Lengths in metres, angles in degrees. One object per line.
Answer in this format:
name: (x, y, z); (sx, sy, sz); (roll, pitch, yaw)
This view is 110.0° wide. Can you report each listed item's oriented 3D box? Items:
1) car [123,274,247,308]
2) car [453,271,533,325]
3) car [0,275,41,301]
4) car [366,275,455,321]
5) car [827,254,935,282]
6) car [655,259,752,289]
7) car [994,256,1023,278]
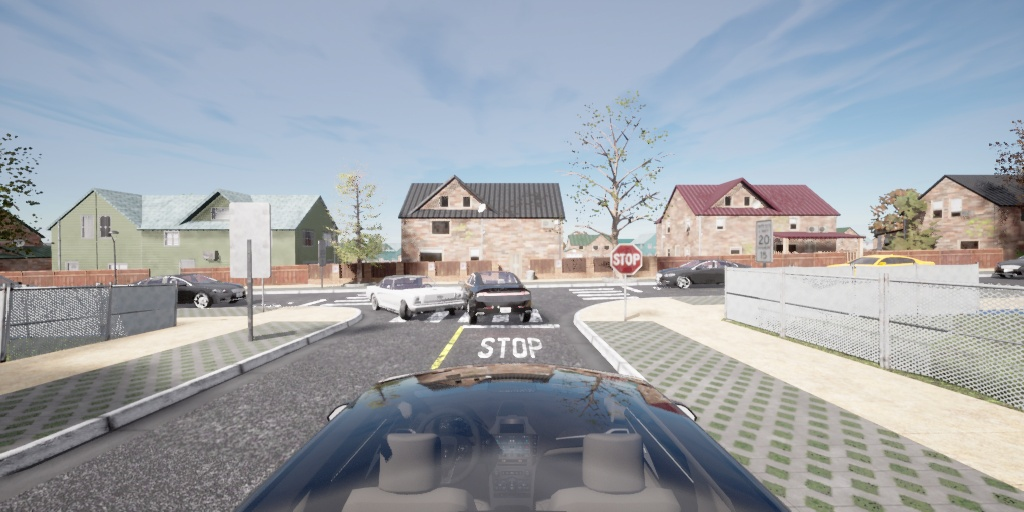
car: (-14.895, 1.566, 16.353); (4.902, 1.511, 2.128); (-1, 1, 0)
car: (-0.680, 1.242, 11.991); (2.128, 1.511, 4.902); (0, 0, -12)
car: (-24.232, 1.648, 16.317); (4.553, 1.767, 2.097); (-1, 1, 0)
car: (-3.597, 1.368, 12.852); (1.895, 1.301, 4.718); (0, 0, -38)
car: (19.770, 0.690, 19.426); (5.008, 1.535, 1.882); (-1, 1, -1)
car: (10.340, 0.926, 19.394); (4.902, 1.511, 2.128); (-1, 1, 0)
car: (29.394, 0.478, 19.458); (4.902, 1.511, 2.128); (-1, 1, 0)
